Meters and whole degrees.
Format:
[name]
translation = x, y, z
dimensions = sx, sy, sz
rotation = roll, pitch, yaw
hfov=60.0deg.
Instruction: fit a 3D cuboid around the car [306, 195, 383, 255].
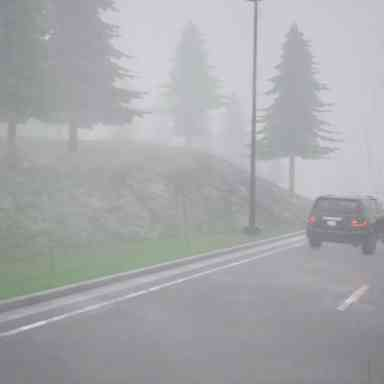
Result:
[car]
translation = 6.489, 1.153, 13.417
dimensions = 2.150, 2.045, 5.566
rotation = 1, 1, 40
